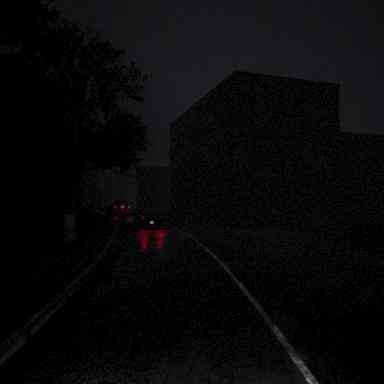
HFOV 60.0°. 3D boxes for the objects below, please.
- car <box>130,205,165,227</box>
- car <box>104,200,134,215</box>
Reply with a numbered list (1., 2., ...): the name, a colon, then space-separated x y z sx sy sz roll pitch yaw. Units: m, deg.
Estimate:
1. car: -3.407 1.891 25.640 1.895 1.301 4.718 0 -1 -15
2. car: -8.871 1.836 40.226 2.097 1.767 4.553 0 -1 -24
